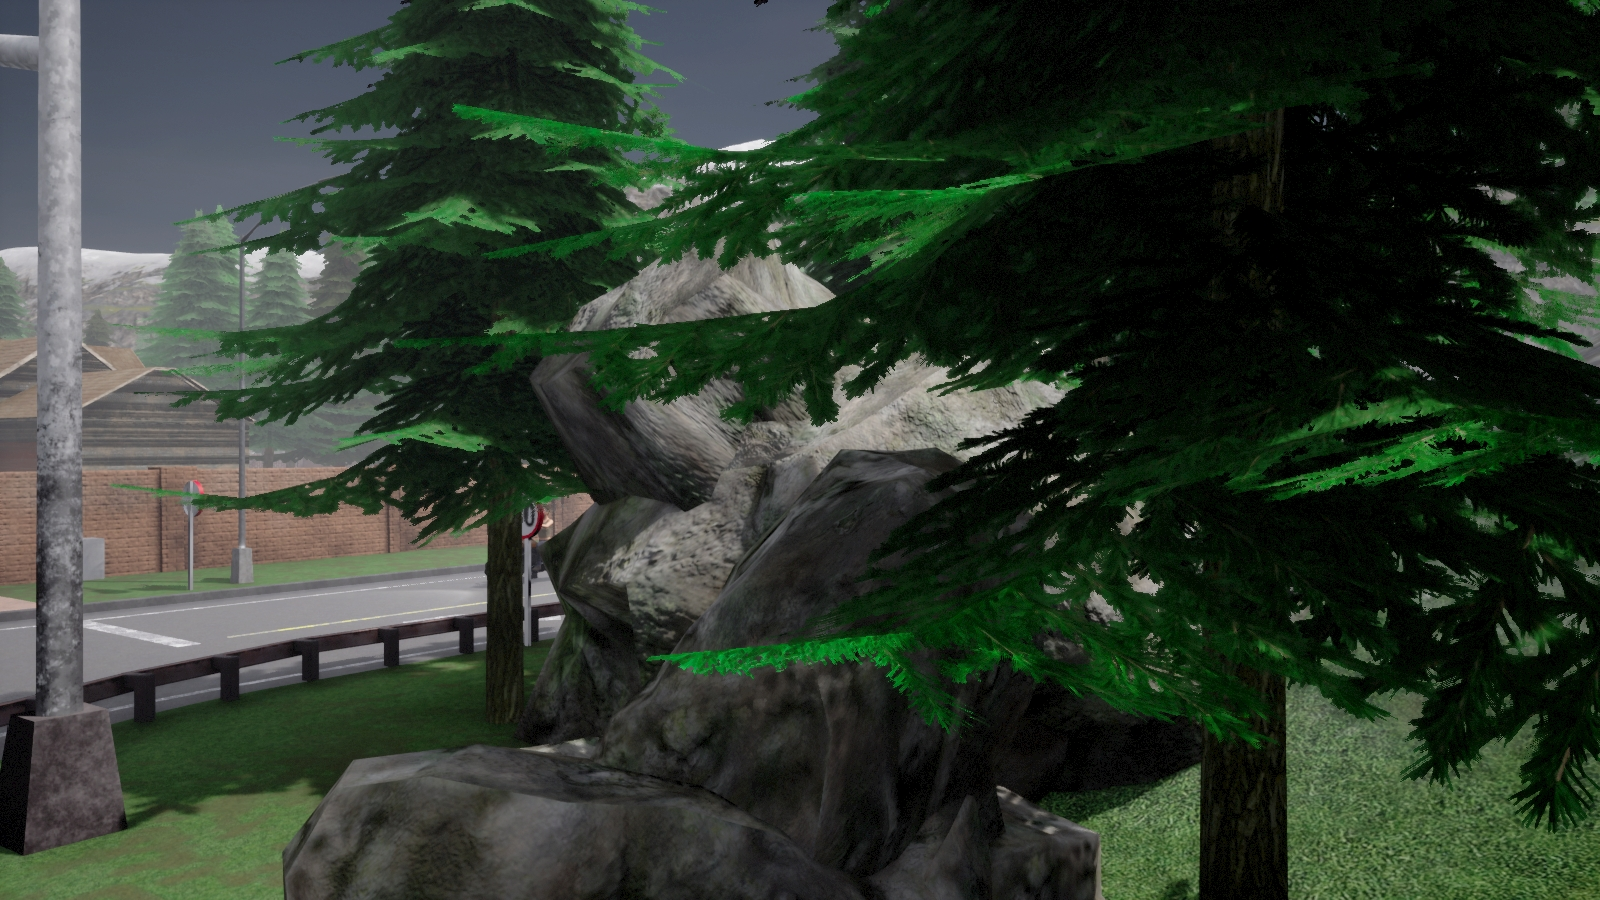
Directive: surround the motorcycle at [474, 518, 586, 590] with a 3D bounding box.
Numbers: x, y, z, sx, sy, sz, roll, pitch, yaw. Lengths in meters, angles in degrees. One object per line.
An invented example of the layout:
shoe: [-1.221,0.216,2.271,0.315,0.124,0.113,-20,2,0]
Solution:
motorcycle: [-5.636,2.150,24.014,0.764,1.277,2.356,0,0,36]
